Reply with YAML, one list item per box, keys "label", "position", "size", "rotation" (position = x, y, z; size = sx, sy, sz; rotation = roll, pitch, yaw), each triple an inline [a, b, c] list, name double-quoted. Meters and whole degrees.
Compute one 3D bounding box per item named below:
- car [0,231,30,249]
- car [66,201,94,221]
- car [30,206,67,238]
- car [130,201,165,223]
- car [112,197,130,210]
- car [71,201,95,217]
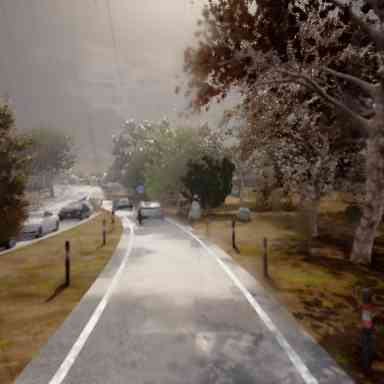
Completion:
- label: "car"
  position: [-8.700, 1.715, 13.101]
  size: [2.097, 1.535, 5.008]
  rotation: [0, -1, -2]
- label: "car"
  position: [-10.393, 1.684, 29.779]
  size: [2.097, 1.535, 5.008]
  rotation: [-1, 0, -7]
- label: "car"
  position: [-9.137, 1.752, 19.319]
  size: [2.002, 1.452, 4.674]
  rotation: [0, 0, -4]
- label: "car"
  position: [-3.193, 1.421, 24.713]
  size: [2.128, 1.511, 4.902]
  rotation: [-1, 0, -13]
- label: "car"
  position: [-8.734, 1.372, 41.386]
  size: [1.994, 1.385, 4.181]
  rotation: [-1, 1, -23]
- label: "car"
  position: [-11.621, 1.739, 35.799]
  size: [2.002, 1.452, 4.674]
  rotation: [1, 0, -12]
